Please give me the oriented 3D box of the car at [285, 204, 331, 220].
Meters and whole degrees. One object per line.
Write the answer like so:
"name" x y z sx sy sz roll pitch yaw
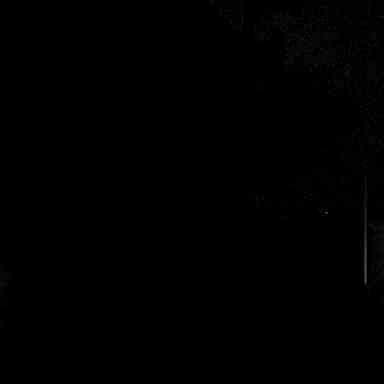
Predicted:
"car" 10.907 1.871 31.467 1.994 1.385 4.181 0 -1 -35
